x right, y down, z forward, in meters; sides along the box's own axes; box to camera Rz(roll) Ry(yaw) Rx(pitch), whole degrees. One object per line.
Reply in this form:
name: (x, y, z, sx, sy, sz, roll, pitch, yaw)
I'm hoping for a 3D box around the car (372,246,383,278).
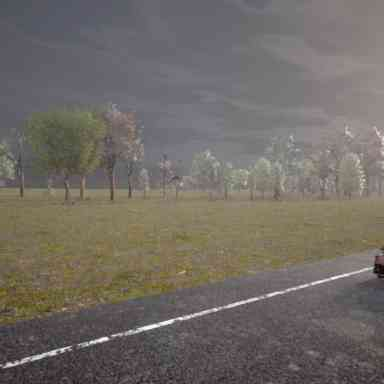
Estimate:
car: (6.571, 1.564, 8.697, 4.181, 1.385, 1.994, 0, 0, -36)
